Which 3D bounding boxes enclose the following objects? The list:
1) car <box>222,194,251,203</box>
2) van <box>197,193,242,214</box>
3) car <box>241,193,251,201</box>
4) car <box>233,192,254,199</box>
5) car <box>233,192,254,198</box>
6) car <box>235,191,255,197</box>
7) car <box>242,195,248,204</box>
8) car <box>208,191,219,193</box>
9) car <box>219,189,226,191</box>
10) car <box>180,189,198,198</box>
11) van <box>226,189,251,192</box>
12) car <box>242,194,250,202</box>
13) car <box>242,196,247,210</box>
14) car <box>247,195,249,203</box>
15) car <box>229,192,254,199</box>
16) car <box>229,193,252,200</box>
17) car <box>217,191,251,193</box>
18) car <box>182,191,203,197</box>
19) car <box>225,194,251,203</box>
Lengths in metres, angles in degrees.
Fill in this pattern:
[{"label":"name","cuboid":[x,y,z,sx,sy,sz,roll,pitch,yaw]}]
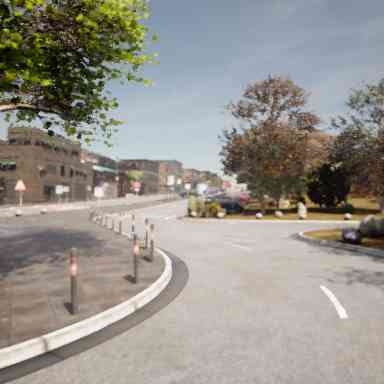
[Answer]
[{"label":"car","cuboid":[8.017,1.197,59.938,5.008,1.535,2.097,0,1,12]},{"label":"van","cuboid":[3.212,1.477,38.263,4.442,1.987,1.878,0,1,12]},{"label":"car","cuboid":[6.267,1.385,51.800,5.008,1.535,2.097,0,1,12]},{"label":"car","cuboid":[12.160,0.793,78.917,4.792,1.488,2.163,0,1,12]},{"label":"car","cuboid":[12.725,0.702,81.633,4.892,1.521,2.231,0,1,12]},{"label":"car","cuboid":[13.898,0.577,87.058,5.008,1.535,2.097,0,1,12]},{"label":"car","cuboid":[4.318,1.572,43.707,5.366,1.575,1.946,0,1,12]},{"label":"car","cuboid":[5.133,1.014,70.344,2.033,1.411,5.357,0,1,12]},{"label":"car","cuboid":[9.135,0.567,89.114,2.128,1.511,4.902,0,1,12]},{"label":"car","cuboid":[-0.276,0.382,83.550,5.566,2.045,2.435,0,1,12]},{"label":"van","cuboid":[9.311,0.847,65.333,4.442,1.987,1.878,0,1,12]},{"label":"car","cuboid":[5.668,1.450,49.091,4.892,1.521,2.231,0,1,12]},{"label":"car","cuboid":[3.941,1.670,40.948,4.792,1.488,2.163,0,1,12]},{"label":"car","cuboid":[5.115,1.542,46.373,4.792,1.488,2.163,0,1,12]},{"label":"car","cuboid":[11.363,0.821,76.250,5.366,1.575,1.946,0,1,12]},{"label":"car","cuboid":[10.342,0.978,70.792,4.792,1.488,2.163,0,1,12]},{"label":"car","cuboid":[6.879,1.197,54.504,4.553,1.767,2.185,0,1,12]},{"label":"car","cuboid":[0.163,0.567,86.328,5.366,1.575,1.946,0,1,12]},{"label":"car","cuboid":[8.606,1.175,62.653,4.674,1.452,2.002,0,1,12]}]
